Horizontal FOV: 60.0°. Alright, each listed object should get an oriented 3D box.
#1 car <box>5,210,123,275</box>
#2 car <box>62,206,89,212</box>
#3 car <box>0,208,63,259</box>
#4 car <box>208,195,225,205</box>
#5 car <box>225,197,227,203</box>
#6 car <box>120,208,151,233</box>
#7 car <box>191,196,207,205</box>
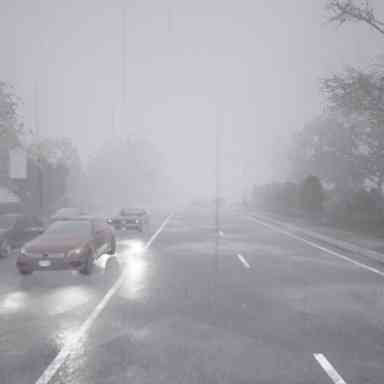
[{"bbox_3d":[-3.675,1.518,10.593,1.812,1.442,4.674,0,0,0],"label":"car"},{"bbox_3d":[-7.167,1.571,19.910,1.812,1.442,4.674,0,0,-1],"label":"car"},{"bbox_3d":[-7.190,1.545,12.918,2.033,1.411,5.357,0,0,0],"label":"car"},{"bbox_3d":[4.651,1.753,61.977,1.895,1.301,4.718,0,0,8],"label":"car"},{"bbox_3d":[6.346,1.532,72.012,2.097,1.767,4.553,0,0,12],"label":"car"},{"bbox_3d":[-3.667,1.656,19.913,1.895,1.301,4.718,0,0,-1],"label":"car"},{"bbox_3d":[1.058,1.699,61.374,2.033,1.411,5.357,0,0,8],"label":"car"}]
